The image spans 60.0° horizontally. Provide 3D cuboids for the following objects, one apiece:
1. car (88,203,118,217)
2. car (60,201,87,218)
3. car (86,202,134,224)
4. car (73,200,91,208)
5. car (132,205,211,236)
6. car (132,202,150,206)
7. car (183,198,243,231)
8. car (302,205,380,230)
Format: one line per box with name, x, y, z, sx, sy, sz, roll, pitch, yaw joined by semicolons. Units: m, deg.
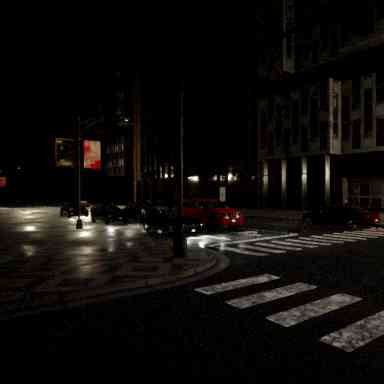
car;-10.421;2.024;38.736;1.812;1.442;4.674;0;-1;-35
car;-13.067;1.867;36.851;2.097;1.767;4.553;0;-1;-36
car;-7.154;1.855;28.581;1.882;1.535;5.008;0;-1;-36
car;-22.027;2.406;66.420;2.033;1.411;5.357;0;-1;-36
car;-1.461;1.793;20.632;2.033;1.411;5.357;0;-1;-36
car;-4.635;1.716;30.653;2.097;1.767;4.553;0;-1;-36
car;1.023;1.455;22.790;2.150;2.045;5.566;0;-1;-34
car;9.713;1.602;22.123;1.882;1.535;5.008;0;-1;-36
